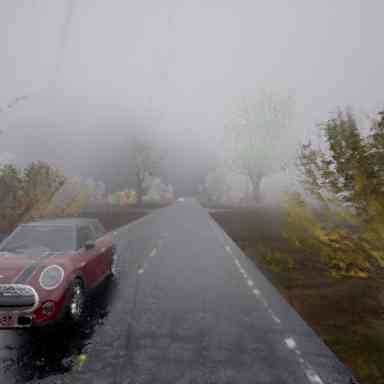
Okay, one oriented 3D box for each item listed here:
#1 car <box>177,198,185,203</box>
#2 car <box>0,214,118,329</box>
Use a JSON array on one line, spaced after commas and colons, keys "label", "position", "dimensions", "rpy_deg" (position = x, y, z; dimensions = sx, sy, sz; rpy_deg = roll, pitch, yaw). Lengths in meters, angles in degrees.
[{"label": "car", "position": [-3.015, 2.252, 90.915], "dimensions": [1.812, 1.442, 4.674], "rpy_deg": [0, 0, 0]}, {"label": "car", "position": [-3.100, 1.419, 7.362], "dimensions": [2.097, 1.767, 4.553], "rpy_deg": [0, -1, 0]}]
